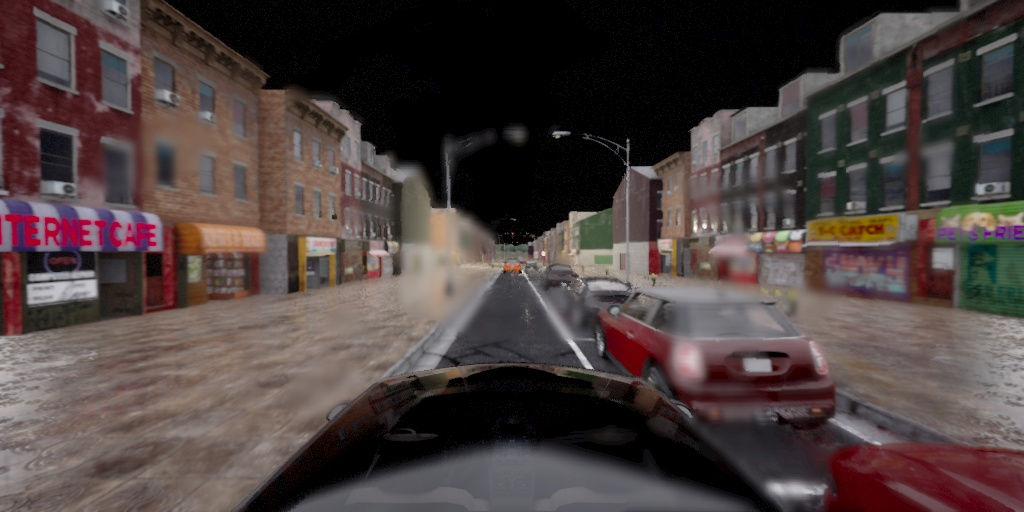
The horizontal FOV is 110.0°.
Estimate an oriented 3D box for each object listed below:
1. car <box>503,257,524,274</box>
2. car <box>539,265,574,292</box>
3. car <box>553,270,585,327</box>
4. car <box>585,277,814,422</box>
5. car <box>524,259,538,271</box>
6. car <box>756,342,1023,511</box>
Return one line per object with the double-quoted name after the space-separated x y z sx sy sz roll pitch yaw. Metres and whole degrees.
0.070 1.115 42.547 2.097 1.767 4.553 0 0 0 "car"
2.751 1.256 21.308 1.837 1.490 4.892 0 0 0 "car"
2.637 1.299 11.299 2.007 1.370 4.403 0 0 0 "car"
2.637 1.189 5.754 1.967 1.591 4.097 0 0 0 "car"
2.642 1.319 50.119 2.007 1.370 4.403 0 0 0 "car"
2.636 1.296 0.209 1.888 1.381 4.507 0 0 0 "car"
